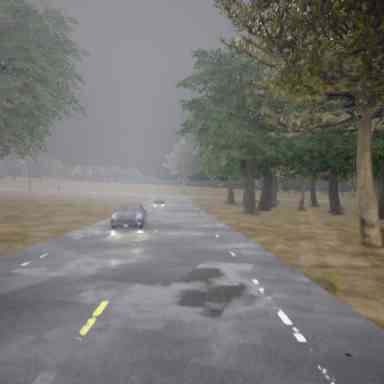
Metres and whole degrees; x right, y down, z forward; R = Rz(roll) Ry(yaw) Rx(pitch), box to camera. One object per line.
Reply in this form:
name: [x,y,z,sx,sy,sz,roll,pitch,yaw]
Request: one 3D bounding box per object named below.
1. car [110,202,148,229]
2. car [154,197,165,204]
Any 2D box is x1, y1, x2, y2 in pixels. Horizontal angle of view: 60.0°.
car: [-4.197,1.526,22.843,2.097,1.767,4.553,0,0,-3]
car: [-6.287,1.641,64.149,1.994,1.385,4.181,0,1,-2]
